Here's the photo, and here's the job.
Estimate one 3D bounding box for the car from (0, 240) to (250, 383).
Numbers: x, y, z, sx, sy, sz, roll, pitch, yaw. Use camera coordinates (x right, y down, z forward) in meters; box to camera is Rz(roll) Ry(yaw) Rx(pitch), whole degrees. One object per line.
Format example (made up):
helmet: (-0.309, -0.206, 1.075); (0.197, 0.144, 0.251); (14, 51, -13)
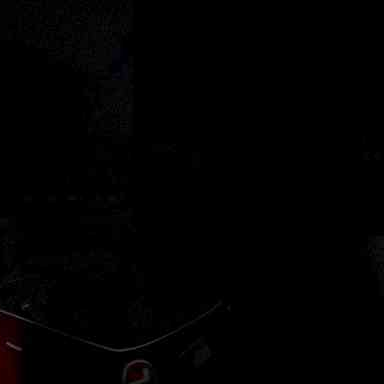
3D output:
car: (-1.492, 1.439, 4.004); (4.097, 1.590, 1.967); (0, 0, 35)
